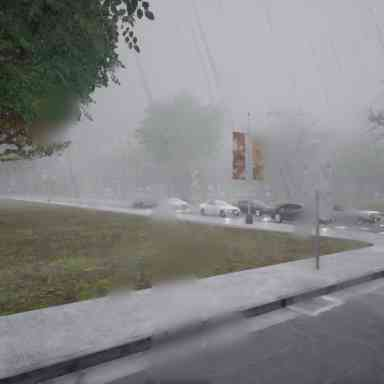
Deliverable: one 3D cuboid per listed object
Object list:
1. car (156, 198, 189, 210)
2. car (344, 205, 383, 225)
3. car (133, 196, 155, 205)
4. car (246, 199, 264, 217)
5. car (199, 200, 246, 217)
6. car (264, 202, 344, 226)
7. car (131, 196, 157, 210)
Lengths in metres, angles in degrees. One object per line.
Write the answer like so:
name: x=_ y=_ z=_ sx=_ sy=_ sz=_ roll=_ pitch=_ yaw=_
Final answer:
car: x=-2.273 y=1.498 z=43.162 sx=1.812 sy=1.442 sz=4.674 roll=0 pitch=1 yaw=-37
car: x=11.154 y=1.589 z=24.284 sx=1.895 sy=1.301 sz=4.718 roll=0 pitch=0 yaw=-35
car: x=-8.436 y=1.488 z=57.745 sx=1.812 sy=1.442 sz=4.674 roll=0 pitch=0 yaw=-35
car: x=5.822 y=1.484 z=31.774 sx=1.837 sy=1.490 sz=4.892 roll=0 pitch=0 yaw=-35
car: x=2.465 y=1.508 z=30.860 sx=1.812 sy=1.442 sz=4.674 roll=0 pitch=0 yaw=-35
car: x=7.733 y=1.495 z=23.485 sx=1.837 sy=1.490 sz=4.892 roll=0 pitch=0 yaw=-35
car: x=-6.096 y=1.522 z=42.938 sx=2.033 sy=1.411 sz=5.357 roll=0 pitch=0 yaw=-35
